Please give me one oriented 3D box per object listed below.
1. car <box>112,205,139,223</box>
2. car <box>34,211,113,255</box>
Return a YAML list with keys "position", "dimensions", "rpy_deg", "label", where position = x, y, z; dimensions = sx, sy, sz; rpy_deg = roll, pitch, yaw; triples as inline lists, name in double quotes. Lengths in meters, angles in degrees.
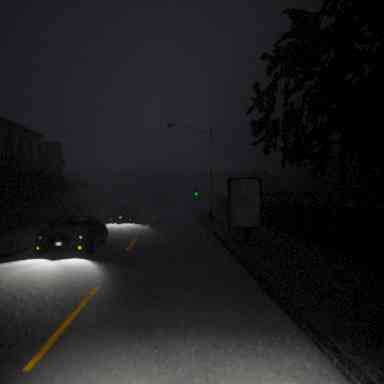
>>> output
- position: [-5.366, 1.702, 26.446]
  dimensions: [1.994, 1.385, 4.181]
  rpy_deg: [0, 0, -3]
  label: "car"
- position: [-4.723, 1.636, 13.522]
  dimensions: [1.994, 1.385, 4.181]
  rpy_deg: [0, 0, -3]
  label: "car"
